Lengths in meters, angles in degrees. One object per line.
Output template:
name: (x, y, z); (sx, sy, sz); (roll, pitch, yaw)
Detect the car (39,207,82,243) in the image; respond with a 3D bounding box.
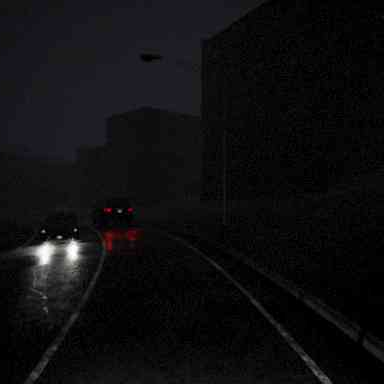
car: (-6.974, 1.752, 17.885); (2.033, 1.411, 5.357); (-1, -1, -19)

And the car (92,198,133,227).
car: (-6.149, 1.492, 25.389); (2.150, 2.045, 5.566); (-1, -1, -26)
